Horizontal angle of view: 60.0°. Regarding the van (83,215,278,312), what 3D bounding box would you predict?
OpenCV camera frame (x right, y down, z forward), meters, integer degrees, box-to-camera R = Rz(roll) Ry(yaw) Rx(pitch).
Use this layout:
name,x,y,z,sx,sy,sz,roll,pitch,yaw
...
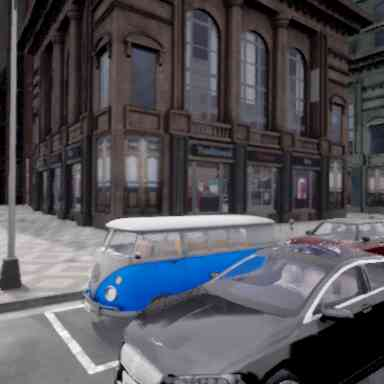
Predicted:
name,x,y,z,sx,sy,sz,roll,pitch,yaw
van,0.011,1.376,6.656,3.998,1.788,1.690,1,0,-36

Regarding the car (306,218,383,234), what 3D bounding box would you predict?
name,x,y,z,sx,sy,sz,roll,pitch,yaw
car,4.439,1.529,9.815,4.097,1.590,1.967,1,0,-35

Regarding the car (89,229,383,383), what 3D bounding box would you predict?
name,x,y,z,sx,sy,sz,roll,pitch,yaw
car,1.453,1.527,4.415,4.902,1.511,2.128,1,0,-36
